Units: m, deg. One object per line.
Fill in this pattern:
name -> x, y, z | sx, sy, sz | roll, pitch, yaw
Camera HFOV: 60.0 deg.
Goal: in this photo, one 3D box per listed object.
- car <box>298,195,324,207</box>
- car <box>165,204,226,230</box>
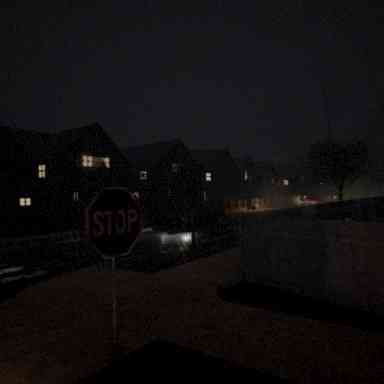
car -> 14.874, 1.256, 41.449 | 2.097, 1.767, 4.553 | -3, -1, 37
car -> 0.324, 1.552, 21.684 | 1.882, 1.535, 5.008 | -3, -1, 36
